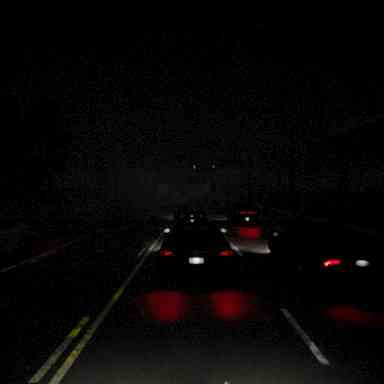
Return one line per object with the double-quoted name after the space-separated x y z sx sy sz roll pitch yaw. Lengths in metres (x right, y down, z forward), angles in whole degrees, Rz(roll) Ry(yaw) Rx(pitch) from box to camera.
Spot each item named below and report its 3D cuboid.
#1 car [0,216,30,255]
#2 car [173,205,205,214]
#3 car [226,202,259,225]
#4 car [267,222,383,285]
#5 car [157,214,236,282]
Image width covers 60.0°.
-7.059 1.534 10.907 1.812 1.442 4.674 0 0 0 "car"
-0.321 1.572 23.518 1.895 1.301 4.718 0 0 -8 "car"
3.601 1.475 24.064 1.837 1.490 4.892 0 1 0 "car"
3.599 1.560 9.542 2.033 1.411 5.357 0 0 0 "car"
0.100 1.573 9.795 1.994 1.385 4.181 0 0 0 "car"
